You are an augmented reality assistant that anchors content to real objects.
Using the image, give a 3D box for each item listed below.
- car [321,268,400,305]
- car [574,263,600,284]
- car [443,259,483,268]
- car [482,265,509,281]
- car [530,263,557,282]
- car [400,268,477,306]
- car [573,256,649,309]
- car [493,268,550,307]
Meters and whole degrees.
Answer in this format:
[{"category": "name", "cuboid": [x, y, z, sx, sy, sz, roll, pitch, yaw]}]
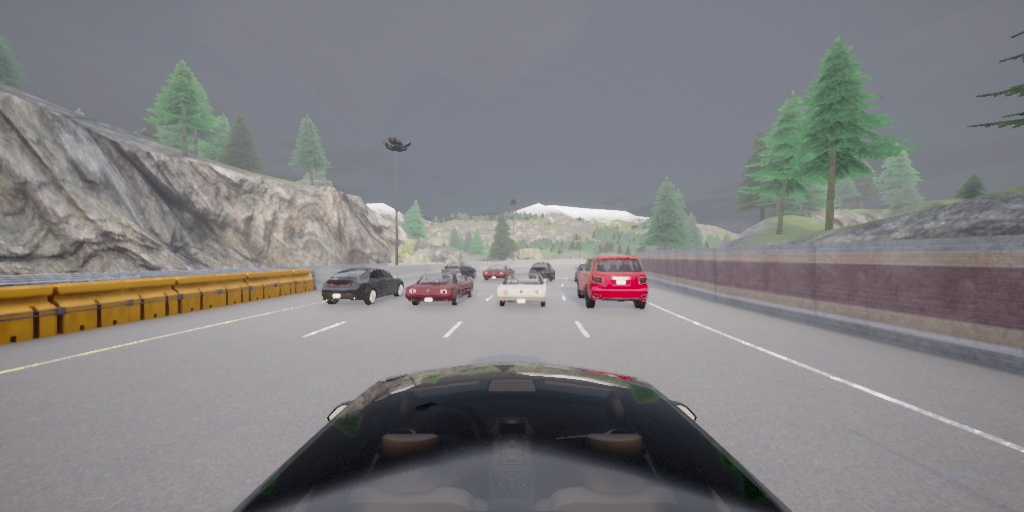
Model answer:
[{"category": "car", "cuboid": [-6.431, 1.263, 16.013, 1.837, 1.490, 4.892, 0, 0, 5]}, {"category": "car", "cuboid": [5.902, 1.280, 28.331, 1.812, 1.442, 4.674, 0, 0, 11]}, {"category": "car", "cuboid": [-4.407, 1.242, 30.329, 2.128, 1.511, 4.902, 0, 0, 11]}, {"category": "car", "cuboid": [-0.965, 1.364, 29.693, 1.895, 1.301, 4.718, 0, 0, 11]}, {"category": "car", "cuboid": [2.466, 1.264, 28.997, 1.837, 1.490, 4.892, 0, 0, 11]}, {"category": "car", "cuboid": [-2.943, 1.363, 15.730, 1.895, 1.301, 4.718, 0, 0, 5]}, {"category": "car", "cuboid": [4.029, 1.005, 15.104, 2.150, 2.045, 5.566, 0, 0, 5]}, {"category": "car", "cuboid": [0.543, 1.363, 15.417, 1.895, 1.301, 4.718, 0, 0, 5]}]
